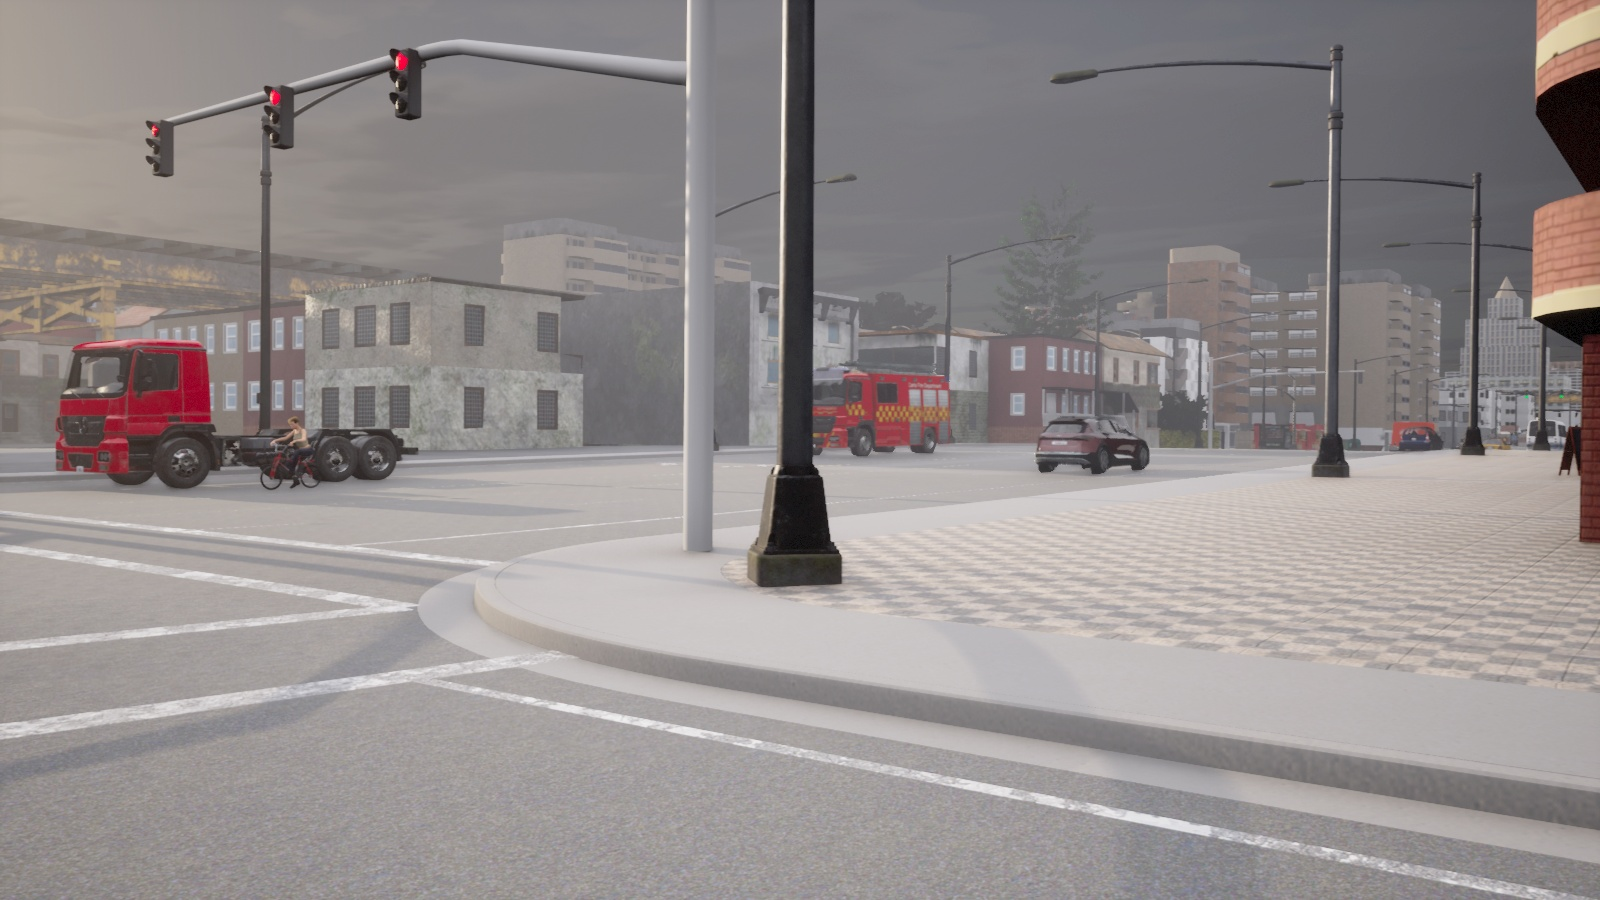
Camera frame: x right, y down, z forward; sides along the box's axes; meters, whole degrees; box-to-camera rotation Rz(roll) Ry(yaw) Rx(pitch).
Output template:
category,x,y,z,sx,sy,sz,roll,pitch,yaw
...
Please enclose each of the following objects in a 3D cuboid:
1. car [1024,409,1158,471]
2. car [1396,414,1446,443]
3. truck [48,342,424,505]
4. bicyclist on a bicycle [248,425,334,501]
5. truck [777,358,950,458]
category,x,y,z,sx,sy,sz,roll,pitch,yaw
car,8.612,-0.341,36.863,2.033,1.649,4.856,0,2,37
car,37.092,-1.282,74.936,1.851,1.617,3.988,0,-1,39
truck,-13.455,-0.675,30.763,2.891,3.462,7.936,0,2,36
bicyclist on a bicycle,-11.296,0.271,27.911,0.866,1.612,1.509,0,2,36
truck,2.827,-1.753,52.492,2.891,3.827,8.468,0,2,37
